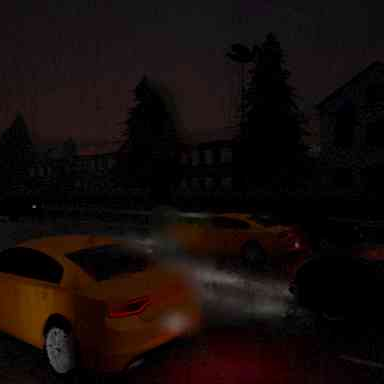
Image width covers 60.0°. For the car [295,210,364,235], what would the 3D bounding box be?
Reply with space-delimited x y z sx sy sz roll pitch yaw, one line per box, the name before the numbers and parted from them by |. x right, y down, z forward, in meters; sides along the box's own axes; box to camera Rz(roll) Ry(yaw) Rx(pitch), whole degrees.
car | 4.309 1.479 13.817 5.008 1.535 1.882 0 0 36

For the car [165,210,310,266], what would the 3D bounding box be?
car | 1.232 1.479 11.714 5.008 1.535 1.882 0 0 36

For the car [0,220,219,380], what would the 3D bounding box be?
car | -2.218 1.479 5.575 5.008 1.535 1.882 0 0 36

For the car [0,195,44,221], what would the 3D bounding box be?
car | -14.316 1.230 27.109 5.566 2.045 2.150 0 0 36

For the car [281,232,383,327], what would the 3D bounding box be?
car | 4.103 1.601 5.364 4.718 1.301 1.895 0 0 36
